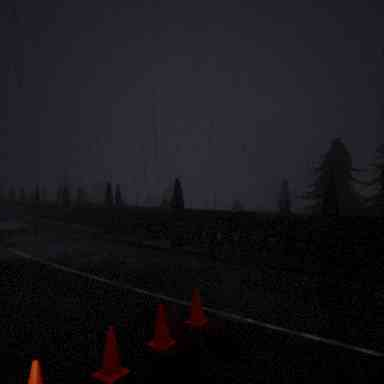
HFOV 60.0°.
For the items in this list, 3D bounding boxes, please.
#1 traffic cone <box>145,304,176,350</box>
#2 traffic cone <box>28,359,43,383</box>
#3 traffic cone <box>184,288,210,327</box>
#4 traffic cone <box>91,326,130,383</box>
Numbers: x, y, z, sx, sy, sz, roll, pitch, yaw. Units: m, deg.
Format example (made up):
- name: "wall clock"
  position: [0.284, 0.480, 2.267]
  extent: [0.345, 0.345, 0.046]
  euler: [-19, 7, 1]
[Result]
- name: "traffic cone"
  position: [-0.464, 1.973, 4.983]
  extent: [0.340, 0.580, 0.340]
  euler: [0, 0, 33]
- name: "traffic cone"
  position: [-1.555, 1.965, 3.306]
  extent: [0.340, 0.580, 0.340]
  euler: [0, 0, 33]
- name: "traffic cone"
  position: [0.082, 1.977, 5.821]
  extent: [0.340, 0.580, 0.340]
  euler: [0, 0, 33]
- name: "traffic cone"
  position: [-1.009, 1.969, 4.144]
  extent: [0.340, 0.580, 0.340]
  euler: [0, 0, 33]
